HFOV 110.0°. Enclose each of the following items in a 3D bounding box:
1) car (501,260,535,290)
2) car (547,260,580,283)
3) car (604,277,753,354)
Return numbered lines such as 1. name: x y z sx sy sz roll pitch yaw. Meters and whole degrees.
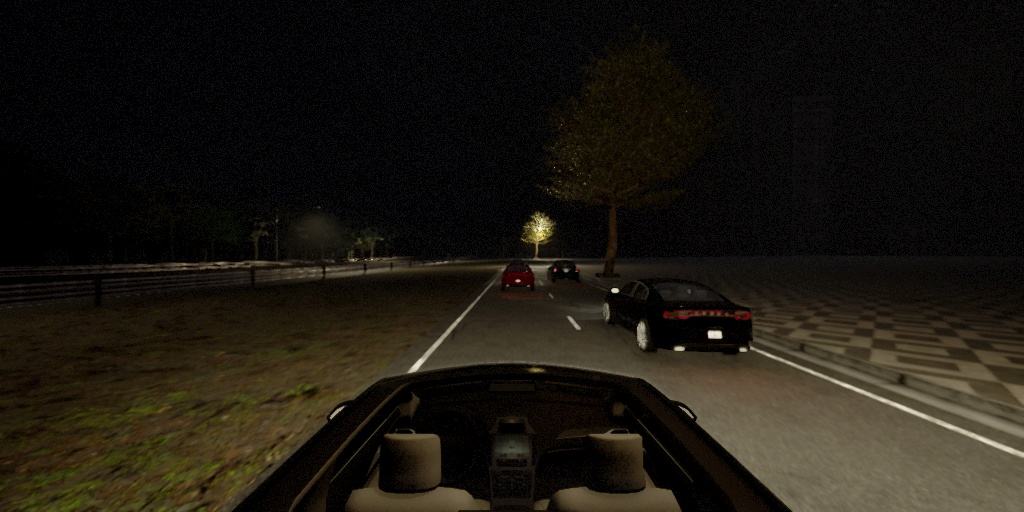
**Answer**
1. car: 0.378 1.198 22.107 1.882 1.535 5.008 1 0 1
2. car: 3.981 1.082 28.278 2.097 1.767 4.553 1 0 1
3. car: 3.683 1.258 8.914 1.882 1.535 5.008 1 0 1
